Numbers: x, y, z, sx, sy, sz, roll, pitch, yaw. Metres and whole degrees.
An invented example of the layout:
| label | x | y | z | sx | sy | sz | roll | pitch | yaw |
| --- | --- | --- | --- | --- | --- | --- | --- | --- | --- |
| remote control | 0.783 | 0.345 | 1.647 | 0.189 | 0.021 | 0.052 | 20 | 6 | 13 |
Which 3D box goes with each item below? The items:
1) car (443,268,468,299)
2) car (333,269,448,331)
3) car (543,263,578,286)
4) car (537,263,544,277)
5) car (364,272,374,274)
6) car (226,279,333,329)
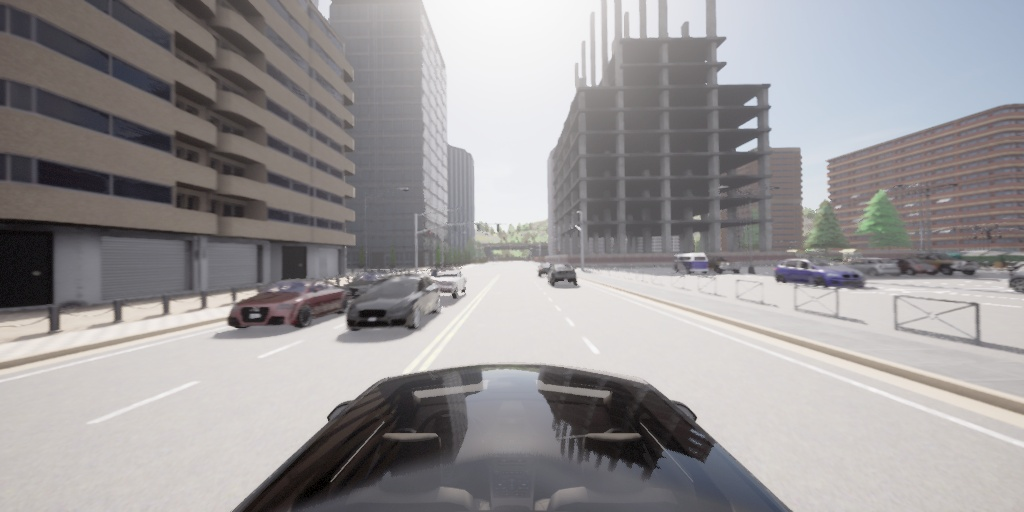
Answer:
| label | x | y | z | sx | sy | sz | roll | pitch | yaw |
| --- | --- | --- | --- | --- | --- | --- | --- | --- | --- |
| car | -3.436 | 1.302 | 18.137 | 1.895 | 1.301 | 4.718 | -1 | 0 | 0 |
| car | -3.566 | 1.364 | 11.593 | 1.837 | 1.490 | 4.892 | -1 | 0 | 0 |
| car | 3.665 | 1.366 | 26.718 | 1.837 | 1.490 | 4.892 | -1 | 0 | 1 |
| car | 3.705 | 1.461 | 38.538 | 1.812 | 1.442 | 4.674 | -1 | 0 | 1 |
| car | -6.934 | 1.514 | 18.184 | 1.994 | 1.385 | 4.181 | -1 | 0 | 0 |
| car | -7.063 | 1.474 | 11.855 | 1.994 | 1.385 | 4.181 | -1 | 0 | 0 |
